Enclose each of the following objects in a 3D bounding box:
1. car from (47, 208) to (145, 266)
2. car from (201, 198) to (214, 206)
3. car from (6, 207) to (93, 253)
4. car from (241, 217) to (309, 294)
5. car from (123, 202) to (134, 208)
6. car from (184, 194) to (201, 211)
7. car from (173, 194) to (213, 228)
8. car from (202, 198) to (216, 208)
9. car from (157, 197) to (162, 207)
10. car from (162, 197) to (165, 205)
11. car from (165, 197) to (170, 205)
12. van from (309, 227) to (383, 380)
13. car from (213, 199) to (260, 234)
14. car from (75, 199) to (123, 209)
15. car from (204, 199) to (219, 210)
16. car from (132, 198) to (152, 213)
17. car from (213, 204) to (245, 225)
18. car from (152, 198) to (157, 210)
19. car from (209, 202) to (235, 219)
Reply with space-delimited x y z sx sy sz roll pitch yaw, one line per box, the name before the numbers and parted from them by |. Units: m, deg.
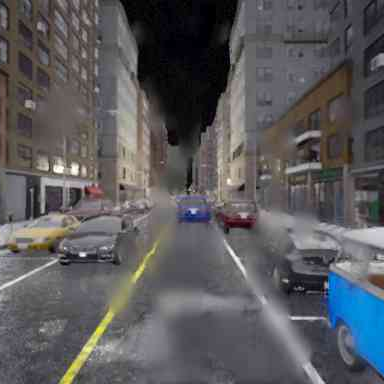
car | -3.058 1.534 11.787 1.837 1.490 4.892 0 0 0
car | 2.660 1.727 58.027 2.008 1.369 4.403 0 0 0
car | -5.853 1.559 13.906 1.752 1.417 4.829 1 0 0
car | 2.678 1.571 8.605 2.008 1.369 4.403 1 0 0
car | -5.857 1.646 25.062 1.802 1.307 4.206 1 0 0
car | 0.089 1.349 44.909 2.150 2.045 5.566 0 0 0
car | 0.097 1.282 22.663 2.150 2.045 5.566 0 0 0
car | 2.662 1.700 52.536 1.887 1.381 4.507 0 0 0
car | -5.863 1.686 47.034 2.008 1.369 4.403 0 0 0
car | -5.864 1.596 52.527 1.967 1.590 4.097 0 0 0
car | -5.867 1.638 63.513 1.967 1.590 4.097 0 0 0
van | 2.682 1.349 3.114 1.690 1.788 3.998 1 0 0
car | 2.676 1.364 19.588 2.192 1.841 5.009 1 0 0
car | -5.853 1.364 19.570 2.192 1.841 5.009 1 0 0
car | 2.664 1.680 47.045 1.887 1.381 4.507 0 0 0
car | -5.859 1.538 36.048 1.967 1.590 4.097 1 0 0
car | 2.672 1.630 25.079 1.947 1.339 4.313 0 0 0
car | -5.861 1.641 41.371 1.752 1.417 4.829 0 0 0
car | 2.670 1.631 30.570 2.008 1.369 4.403 0 0 0
